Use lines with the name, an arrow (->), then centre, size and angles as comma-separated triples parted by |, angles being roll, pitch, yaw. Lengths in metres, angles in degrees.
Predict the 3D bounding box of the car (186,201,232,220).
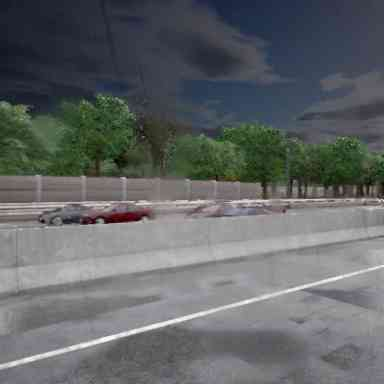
car -> 1.777, 1.548, 22.420 | 4.674, 1.442, 1.812 | 0, 0, -35

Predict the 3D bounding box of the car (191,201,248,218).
car -> 2.638, 1.584, 31.470 | 5.357, 1.411, 2.033 | 0, 0, -36

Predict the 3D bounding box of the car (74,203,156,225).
car -> -4.814, 1.489, 22.016 | 5.008, 1.535, 1.882 | 0, 0, -35

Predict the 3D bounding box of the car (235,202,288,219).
car -> 6.289, 1.643, 29.896 | 4.718, 1.301, 1.895 | 0, 0, -35

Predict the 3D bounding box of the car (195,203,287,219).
car -> 3.091, 1.568, 19.064 | 5.357, 1.411, 2.033 | 0, 0, -35

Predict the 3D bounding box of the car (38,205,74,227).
car -> -8.299, 1.571, 22.965 | 4.181, 1.385, 1.994 | 0, 0, -38
